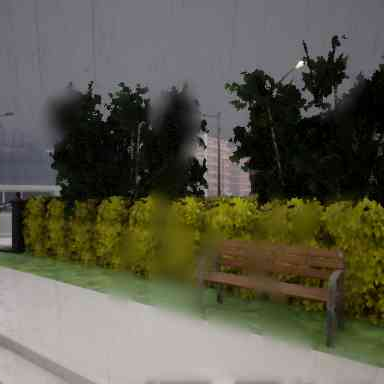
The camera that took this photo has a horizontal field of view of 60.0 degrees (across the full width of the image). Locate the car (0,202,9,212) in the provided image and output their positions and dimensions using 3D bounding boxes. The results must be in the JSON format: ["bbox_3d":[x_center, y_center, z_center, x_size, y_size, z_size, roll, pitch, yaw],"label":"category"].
[{"bbox_3d":[-19.754,1.520,37.455,1.994,1.385,4.181,0,0,35],"label":"car"}]

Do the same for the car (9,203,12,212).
[{"bbox_3d":[-16.616,1.480,35.837,1.812,1.442,4.674,0,0,35],"label":"car"}]

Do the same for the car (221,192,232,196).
[{"bbox_3d":[7.778,0.677,76.551,1.812,1.442,4.674,0,0,35],"label":"car"}]
